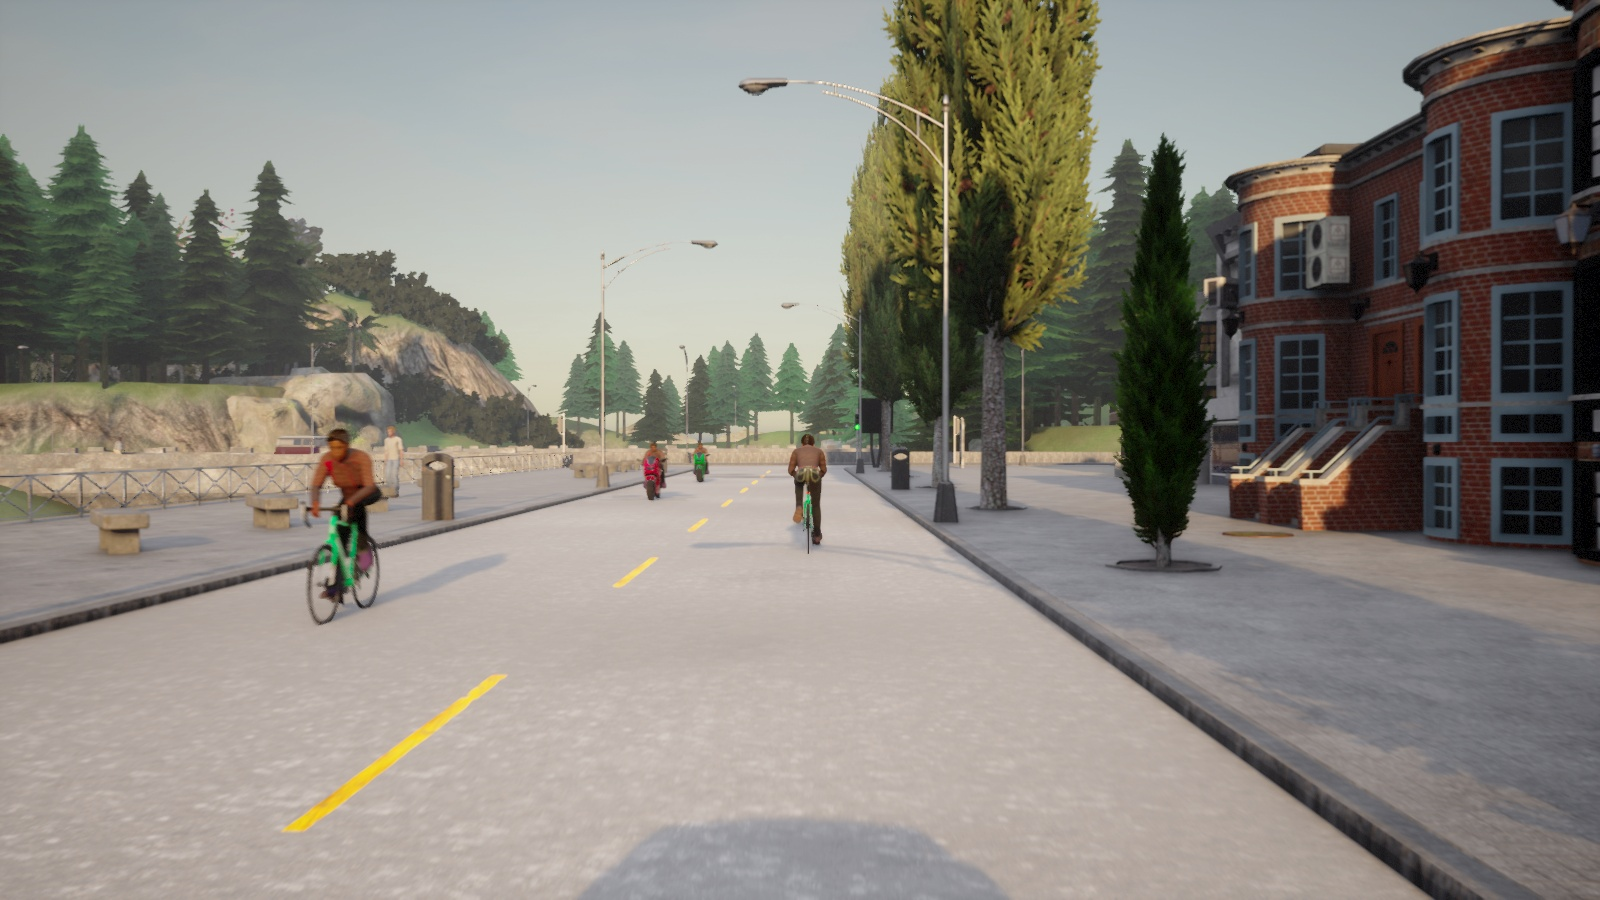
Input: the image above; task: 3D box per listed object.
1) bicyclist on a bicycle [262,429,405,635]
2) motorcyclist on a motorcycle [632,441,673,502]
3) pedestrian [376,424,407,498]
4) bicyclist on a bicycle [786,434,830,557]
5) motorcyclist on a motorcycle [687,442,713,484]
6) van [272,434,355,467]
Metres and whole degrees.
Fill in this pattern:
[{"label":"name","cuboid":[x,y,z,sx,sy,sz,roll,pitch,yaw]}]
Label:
[{"label":"bicyclist on a bicycle","cuboid":[-3.923,0.636,10.687,0.582,1.620,1.656,0,1,0]},{"label":"motorcyclist on a motorcycle","cuboid":[-3.805,0.542,32.572,0.797,1.523,2.044,0,0,0]},{"label":"pedestrian","cuboid":[-10.240,0.271,31.486,0.354,1.836,0.706,0,0,21]},{"label":"bicyclist on a bicycle","cuboid":[0.112,0.601,17.425,0.582,1.620,1.656,0,0,0]},{"label":"motorcyclist on a motorcycle","cuboid":[-3.724,0.461,46.927,0.797,1.523,2.044,0,0,0]},{"label":"van","cuboid":[-30.326,0.033,78.359,4.442,1.987,1.775,0,0,0]}]
